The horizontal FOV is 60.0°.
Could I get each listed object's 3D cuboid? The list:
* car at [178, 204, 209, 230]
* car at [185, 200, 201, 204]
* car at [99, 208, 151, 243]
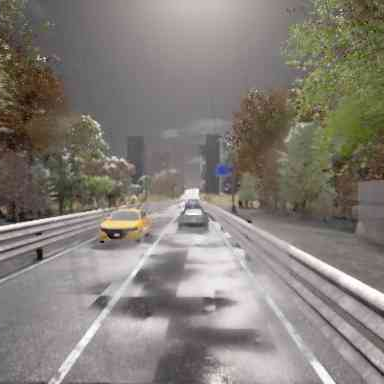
[{"bbox_3d":[0.094,1.698,22.239,1.994,1.385,4.181,0,-1,0],"label":"car"},{"bbox_3d":[0.087,1.817,44.443,2.097,1.767,4.553,0,-1,0],"label":"car"},{"bbox_3d":[-3.255,1.607,16.875,1.882,1.535,5.008,0,0,0],"label":"car"}]
